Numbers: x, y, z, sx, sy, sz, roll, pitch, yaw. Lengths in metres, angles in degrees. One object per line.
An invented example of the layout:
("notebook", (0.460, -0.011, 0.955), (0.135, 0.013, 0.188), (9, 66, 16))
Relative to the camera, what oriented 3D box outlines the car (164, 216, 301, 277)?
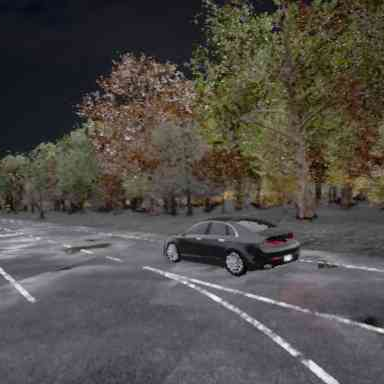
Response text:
("car", (0.949, 1.526, 10.289), (1.837, 1.490, 4.892), (-4, 0, -37))
